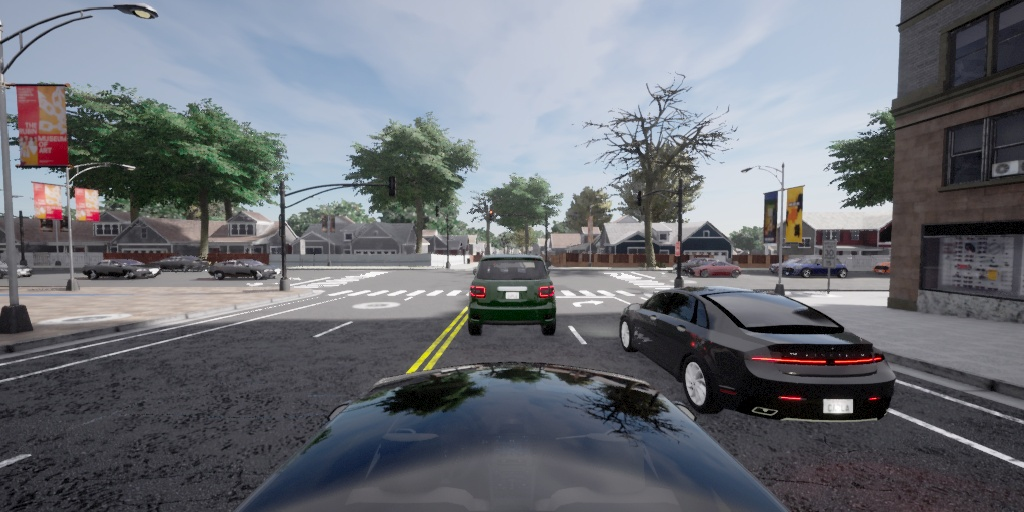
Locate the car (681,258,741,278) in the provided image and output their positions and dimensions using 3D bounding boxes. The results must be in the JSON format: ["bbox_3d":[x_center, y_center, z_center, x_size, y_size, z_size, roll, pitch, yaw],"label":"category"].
[{"bbox_3d":[17.331,1.110,30.945,4.181,1.385,1.994,0,2,0],"label":"car"}]

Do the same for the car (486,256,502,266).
[{"bbox_3d":[-2.843,0.780,57.300,2.128,1.511,4.902,0,0,1],"label":"car"}]

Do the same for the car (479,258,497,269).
[{"bbox_3d":[-3.019,0.940,46.134,1.895,1.301,4.718,0,0,1],"label":"car"}]

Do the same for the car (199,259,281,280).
[{"bbox_3d":[-20.534,1.035,27.683,4.902,1.511,2.128,0,2,-2],"label":"car"}]

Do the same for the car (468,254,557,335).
[{"bbox_3d":[-0.011,0.968,10.615,2.150,2.045,5.566,0,0,0],"label":"car"}]

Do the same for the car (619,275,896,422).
[{"bbox_3d":[3.259,1.251,6.000,1.837,1.490,4.892,0,0,0],"label":"car"}]

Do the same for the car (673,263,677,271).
[{"bbox_3d":[17.944,0.915,34.190,4.902,1.511,2.128,0,2,1],"label":"car"}]

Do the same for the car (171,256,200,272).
[{"bbox_3d":[-32.110,0.745,34.447,4.902,1.511,2.128,0,2,0],"label":"car"}]

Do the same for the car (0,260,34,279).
[{"bbox_3d":[-40.252,1.019,27.820,4.674,1.442,1.812,0,2,0],"label":"car"}]

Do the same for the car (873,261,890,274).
[{"bbox_3d":[37.306,0.879,34.075,4.553,1.767,2.097,0,2,1],"label":"car"}]

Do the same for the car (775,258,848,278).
[{"bbox_3d":[25.991,0.940,30.895,4.553,1.767,2.097,0,2,0],"label":"car"}]

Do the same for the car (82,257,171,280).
[{"bbox_3d":[-30.093,1.009,27.741,4.902,1.511,2.128,0,2,0],"label":"car"}]

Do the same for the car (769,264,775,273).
[{"bbox_3d":[27.146,0.993,34.147,4.674,1.442,1.812,0,2,0],"label":"car"}]
